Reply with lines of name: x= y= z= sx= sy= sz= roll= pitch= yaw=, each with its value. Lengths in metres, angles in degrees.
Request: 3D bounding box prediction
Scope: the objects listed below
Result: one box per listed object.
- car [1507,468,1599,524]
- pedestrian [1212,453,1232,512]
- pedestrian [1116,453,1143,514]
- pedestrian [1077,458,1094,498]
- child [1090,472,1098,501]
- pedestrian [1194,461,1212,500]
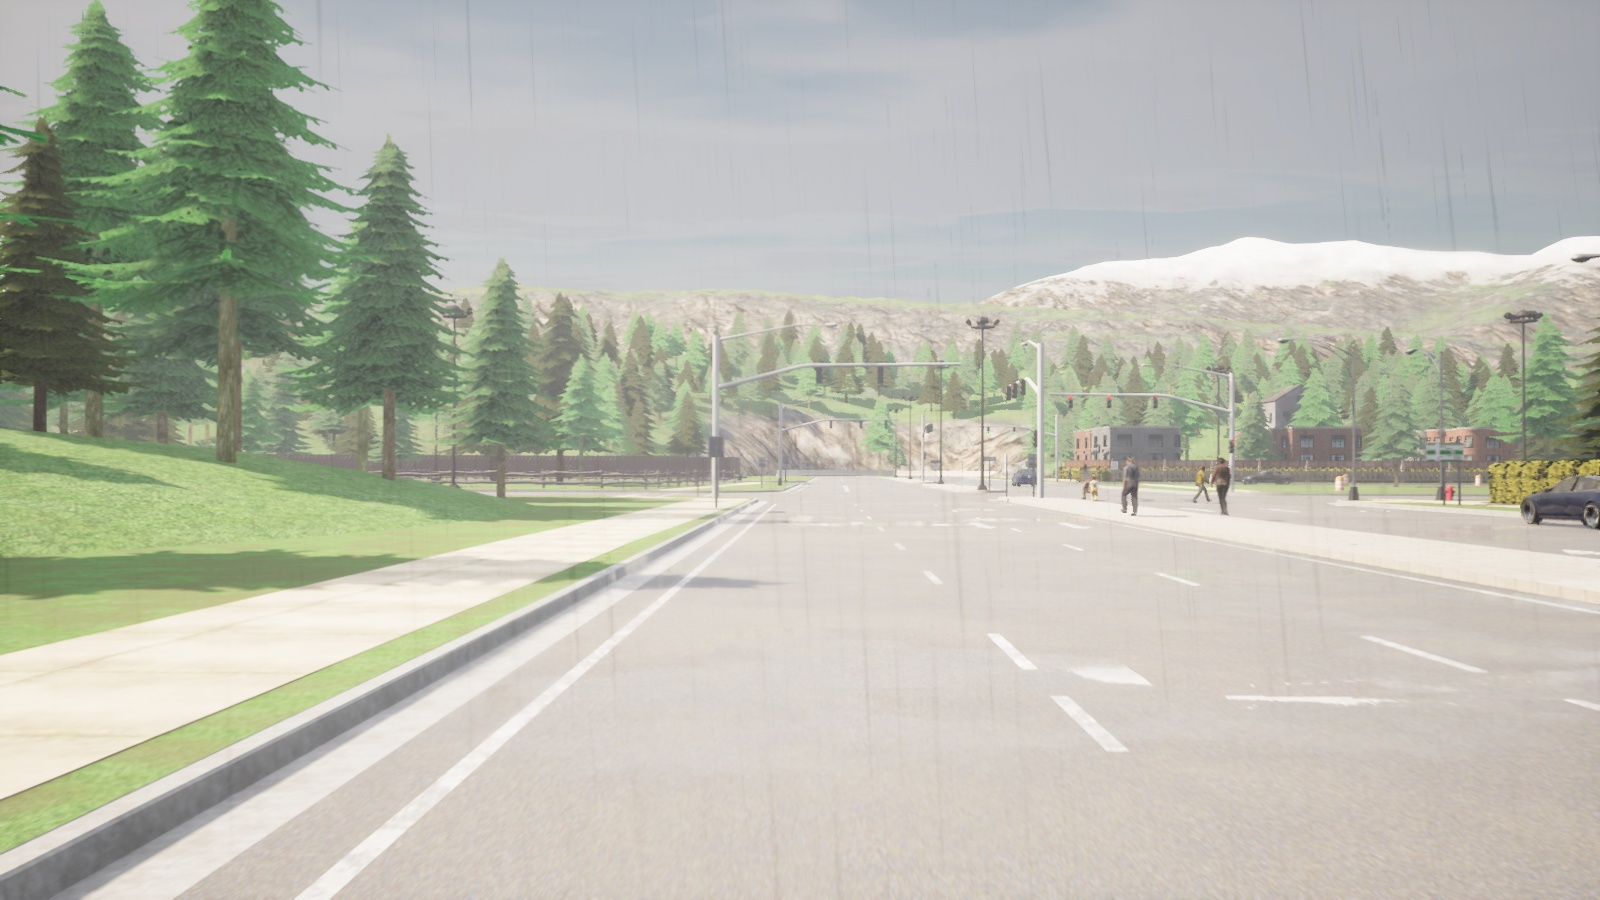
car: x=22.431 y=1.266 z=35.567 sx=2.163 sy=1.488 sz=4.792 roll=0 pitch=-1 yaw=1
pedestrian: x=13.133 y=1.010 z=39.105 sx=0.328 sy=1.805 sz=0.869 roll=0 pitch=-1 yaw=1
pedestrian: x=10.055 y=1.015 z=38.355 sx=0.540 sy=1.848 sz=0.694 roll=0 pitch=-1 yaw=-12
pedestrian: x=13.222 y=1.301 z=58.178 sx=0.694 sy=1.848 sz=0.540 roll=0 pitch=-1 yaw=2
child: x=13.115 y=1.620 z=55.981 sx=0.270 sy=1.263 sz=0.437 roll=0 pitch=-1 yaw=4
pedestrian: x=18.944 y=1.426 z=59.020 sx=0.726 sy=1.835 sz=0.370 roll=0 pitch=-1 yaw=-2
